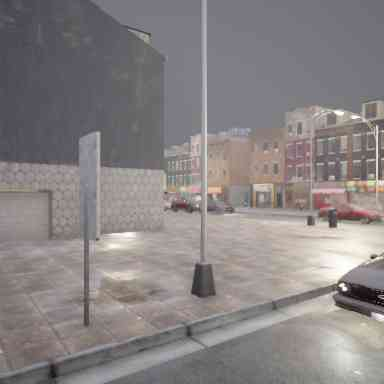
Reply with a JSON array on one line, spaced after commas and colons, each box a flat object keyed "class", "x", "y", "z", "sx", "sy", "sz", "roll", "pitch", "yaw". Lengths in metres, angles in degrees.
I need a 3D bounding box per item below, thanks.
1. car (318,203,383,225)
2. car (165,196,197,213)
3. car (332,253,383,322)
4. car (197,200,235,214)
[{"class": "car", "x": 11.665, "y": 1.572, "z": 24.565, "sx": 1.812, "sy": 1.442, "sz": 4.674, "roll": 0, "pitch": 0, "yaw": -36}, {"class": "car", "x": -0.477, "y": 1.413, "z": 37.201, "sx": 2.192, "sy": 1.841, "sz": 5.009, "roll": 0, "pitch": 0, "yaw": -36}, {"class": "car", "x": 5.106, "y": 1.549, "z": 6.619, "sx": 5.357, "sy": 1.411, "sz": 2.033, "roll": 0, "pitch": 0, "yaw": -34}, {"class": "car", "x": 2.835, "y": 1.663, "z": 36.932, "sx": 1.994, "sy": 1.385, "sz": 4.181, "roll": 0, "pitch": 0, "yaw": -36}]
